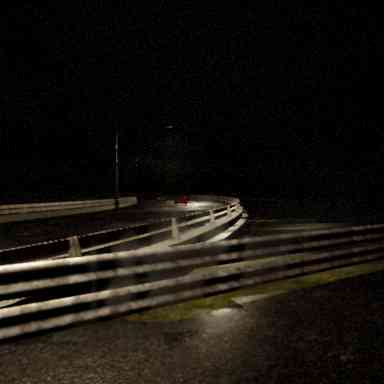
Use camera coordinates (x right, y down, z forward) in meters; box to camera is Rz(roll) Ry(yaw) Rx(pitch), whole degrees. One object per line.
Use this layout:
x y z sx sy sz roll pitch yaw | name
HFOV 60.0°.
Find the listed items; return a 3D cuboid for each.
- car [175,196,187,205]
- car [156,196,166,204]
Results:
-1.892 1.444 57.439 1.994 1.385 4.181 0 0 -5 | car
-5.573 1.375 60.074 2.128 1.511 4.902 0 0 -5 | car
